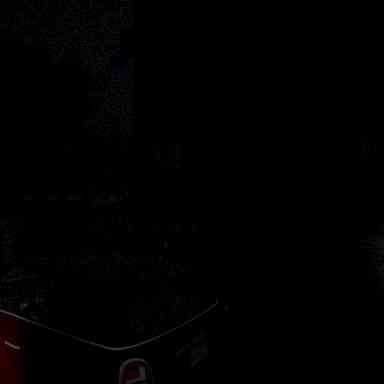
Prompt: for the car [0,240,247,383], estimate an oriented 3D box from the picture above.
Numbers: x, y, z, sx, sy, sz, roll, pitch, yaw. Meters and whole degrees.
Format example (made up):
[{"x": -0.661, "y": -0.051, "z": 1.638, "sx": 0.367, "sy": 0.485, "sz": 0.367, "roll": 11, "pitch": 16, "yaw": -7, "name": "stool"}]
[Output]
[{"x": -1.519, "y": 1.440, "z": 4.027, "sx": 4.097, "sy": 1.590, "sz": 1.967, "roll": 0, "pitch": 0, "yaw": 35, "name": "car"}]
